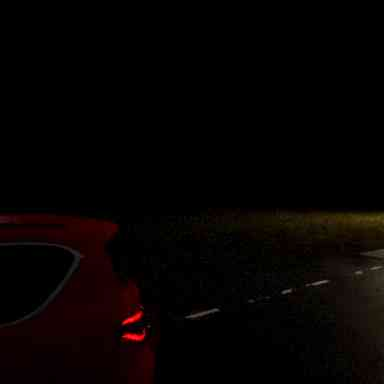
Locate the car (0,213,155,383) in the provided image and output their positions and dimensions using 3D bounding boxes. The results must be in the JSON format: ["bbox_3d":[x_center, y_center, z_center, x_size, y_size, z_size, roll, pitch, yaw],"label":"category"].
[{"bbox_3d":[-2.915,1.219,1.913,5.566,2.045,2.150,0,0,-35],"label":"car"}]
